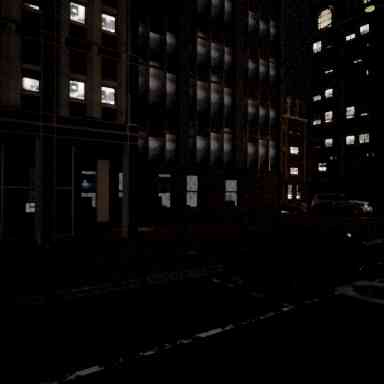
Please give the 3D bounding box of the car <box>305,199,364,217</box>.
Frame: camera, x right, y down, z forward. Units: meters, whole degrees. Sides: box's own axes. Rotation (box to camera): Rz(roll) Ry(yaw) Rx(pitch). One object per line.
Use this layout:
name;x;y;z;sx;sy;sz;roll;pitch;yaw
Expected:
car;12.845;1.549;30.200;1.802;1.307;4.206;1;0;-36

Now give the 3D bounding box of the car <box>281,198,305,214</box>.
car;9.644;1.482;34.663;1.752;1.417;4.829;1;0;-36

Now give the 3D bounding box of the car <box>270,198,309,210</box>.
car;12.952;1.518;44.426;1.752;1.417;4.829;0;0;-36

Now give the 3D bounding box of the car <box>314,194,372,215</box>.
car;14.420;1.200;32.446;2.150;2.045;5.566;0;0;-36

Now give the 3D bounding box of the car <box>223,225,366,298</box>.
car;2.772;1.571;8.536;4.313;1.339;1.947;0;0;-36
